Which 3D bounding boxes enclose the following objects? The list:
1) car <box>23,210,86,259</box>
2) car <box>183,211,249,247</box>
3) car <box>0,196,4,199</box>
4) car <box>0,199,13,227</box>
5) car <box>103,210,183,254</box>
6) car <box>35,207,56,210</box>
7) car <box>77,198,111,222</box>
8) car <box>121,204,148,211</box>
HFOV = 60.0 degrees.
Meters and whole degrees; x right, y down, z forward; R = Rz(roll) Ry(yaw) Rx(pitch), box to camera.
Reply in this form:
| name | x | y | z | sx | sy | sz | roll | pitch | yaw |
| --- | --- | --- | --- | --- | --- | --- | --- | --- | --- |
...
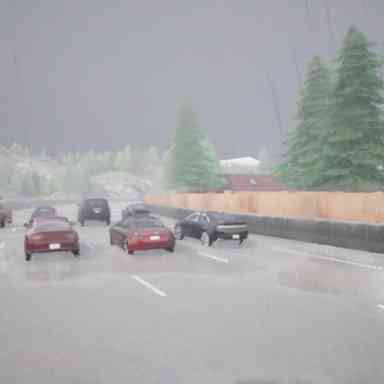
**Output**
| name | x | y | z | sx | sy | sz | roll | pitch | yaw |
| --- | --- | --- | --- | --- | --- | --- | --- | --- | --- |
| car | -5.587 | 1.655 | 13.164 | 1.812 | 1.442 | 4.674 | 0 | 0 | -26 |
| car | 0.772 | 1.668 | 16.085 | 2.128 | 1.511 | 4.902 | 0 | -1 | -26 |
| car | -34.327 | 1.760 | 57.427 | 2.150 | 2.045 | 5.566 | 0 | -1 | -8 |
| car | -14.485 | 1.579 | 24.300 | 2.097 | 1.767 | 4.553 | 0 | -1 | -21 |
| car | -2.278 | 1.714 | 14.359 | 1.994 | 1.385 | 4.181 | 0 | -1 | -26 |
| car | -10.945 | 1.789 | 24.795 | 2.033 | 1.411 | 5.357 | 0 | -1 | -22 |
| car | -7.732 | 1.489 | 26.194 | 2.150 | 2.045 | 5.566 | 0 | 0 | -22 |
| car | -4.822 | 1.801 | 28.408 | 1.837 | 1.490 | 4.892 | 0 | 0 | -21 |
